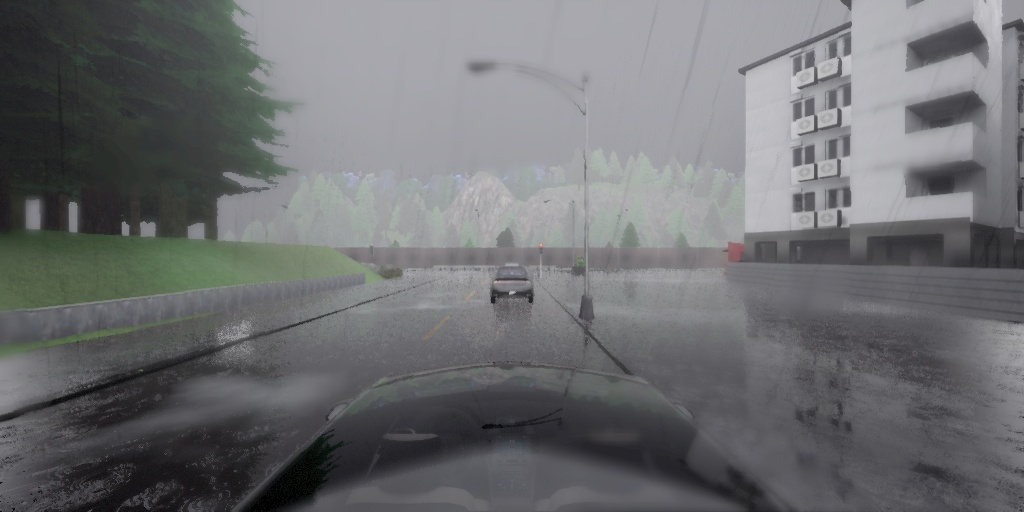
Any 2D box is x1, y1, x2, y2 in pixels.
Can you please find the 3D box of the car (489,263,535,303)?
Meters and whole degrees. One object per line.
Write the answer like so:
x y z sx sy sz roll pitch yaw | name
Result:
0.000 1.244 16.500 2.128 1.511 4.902 0 0 0 | car
